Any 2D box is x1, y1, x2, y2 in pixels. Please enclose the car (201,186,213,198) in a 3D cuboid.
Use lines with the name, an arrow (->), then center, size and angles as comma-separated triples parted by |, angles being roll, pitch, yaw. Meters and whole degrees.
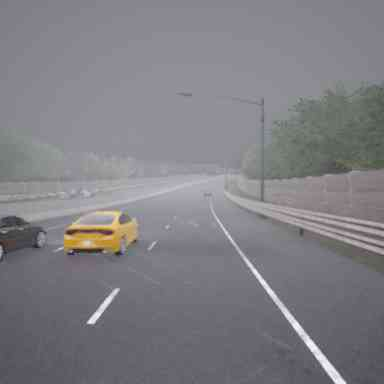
car -> 3.579, 0.273, 74.349 | 2.097, 1.767, 4.553 | 0, 2, 4

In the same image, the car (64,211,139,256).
car -> -3.319, 1.475, 13.060 | 1.882, 1.535, 5.008 | 0, 0, 1

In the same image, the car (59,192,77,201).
car -> -22.926, 0.842, 61.673 | 2.128, 1.511, 4.902 | 0, 2, 3

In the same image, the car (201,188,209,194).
car -> 3.599, -0.327, 92.258 | 1.994, 1.385, 4.181 | 0, 2, 5

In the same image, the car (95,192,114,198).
car -> -15.897, 0.825, 62.058 | 1.837, 1.490, 4.892 | 0, 2, 3

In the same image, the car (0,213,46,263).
car -> -6.833, 1.497, 11.588 | 1.837, 1.490, 4.892 | 0, 0, 0

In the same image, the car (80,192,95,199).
car -> -19.376, 0.832, 62.416 | 1.812, 1.442, 4.674 | 0, 2, 3
